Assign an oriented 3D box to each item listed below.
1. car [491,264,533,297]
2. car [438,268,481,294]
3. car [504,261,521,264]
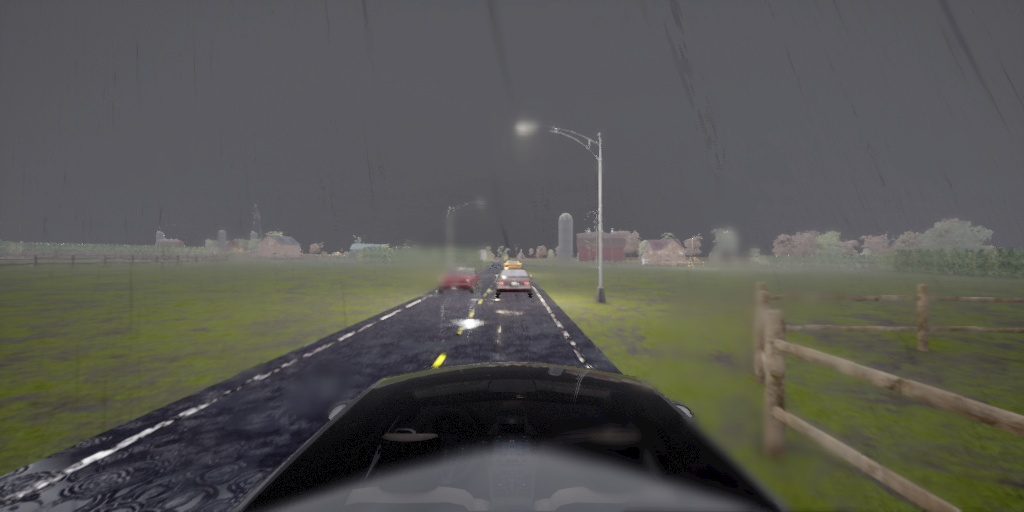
[{"bbox_3d":[0.097,1.306,18.819,2.033,1.411,5.357,0,0,0],"label":"car"},{"bbox_3d":[-2.852,1.360,20.321,1.895,1.301,4.718,0,0,0],"label":"car"},{"bbox_3d":[0.095,1.263,41.709,1.882,1.535,5.008,0,0,0],"label":"car"}]
